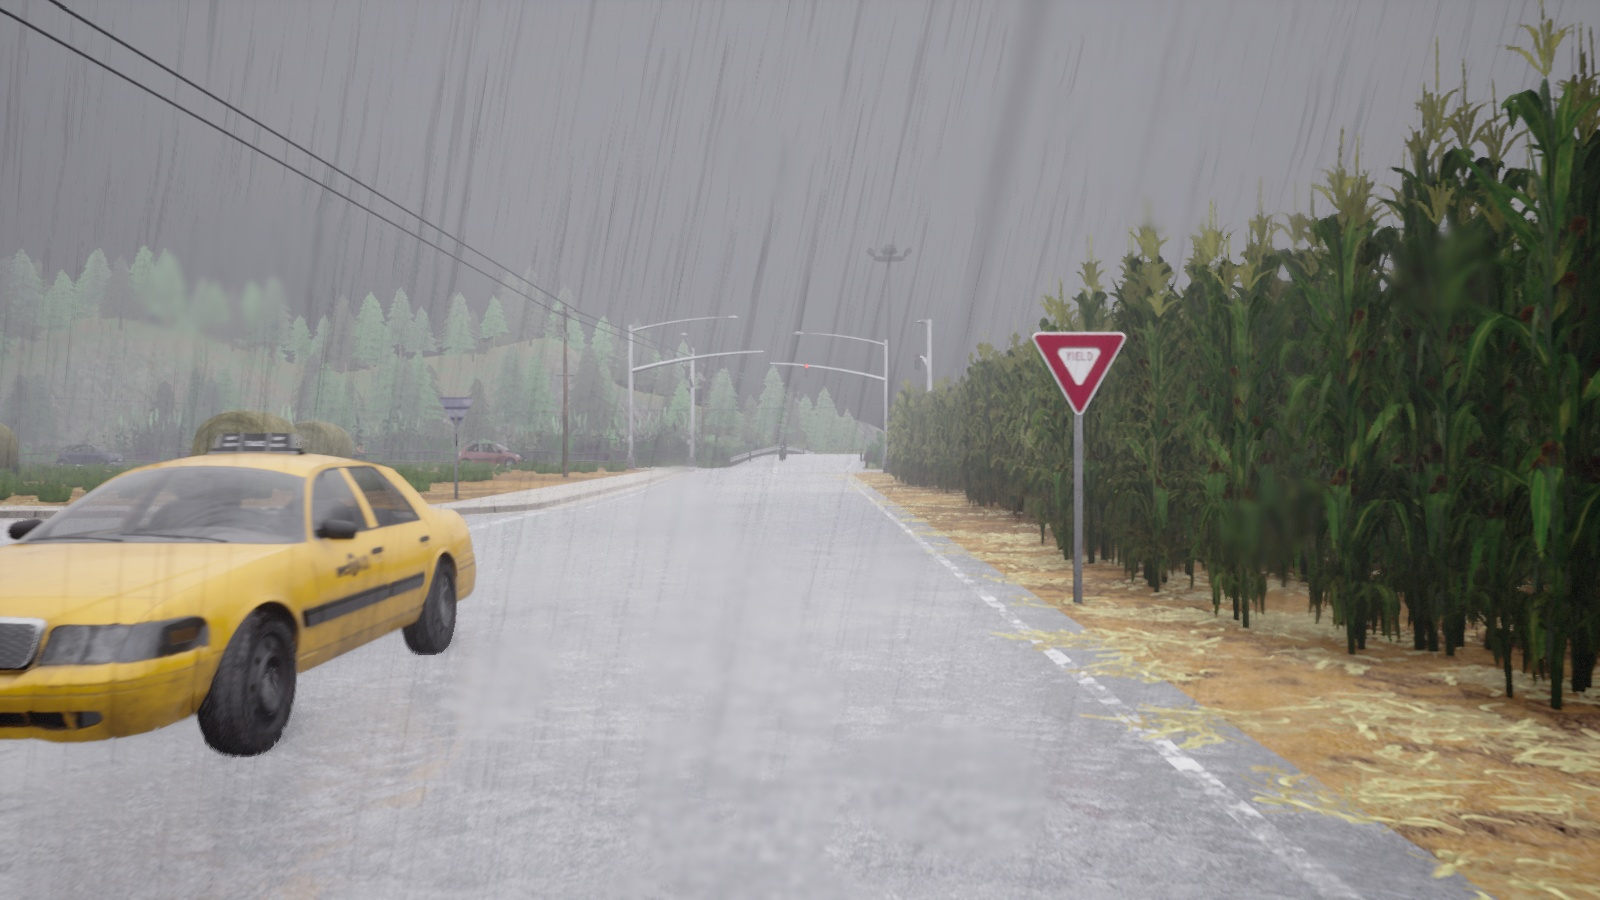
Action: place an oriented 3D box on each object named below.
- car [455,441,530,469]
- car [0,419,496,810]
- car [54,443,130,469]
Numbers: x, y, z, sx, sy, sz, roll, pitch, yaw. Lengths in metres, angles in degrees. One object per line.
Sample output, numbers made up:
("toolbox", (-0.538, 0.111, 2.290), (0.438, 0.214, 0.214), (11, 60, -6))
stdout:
("car", (-18.467, 0.301, 75.512), (3.988, 1.617, 1.851), (0, 0, 3))
("car", (-3.441, 0.653, 7.744), (1.801, 1.575, 5.366), (0, 0, 0))
("car", (-43.346, 0.355, 76.939), (3.705, 1.549, 1.789), (0, 0, 3))
